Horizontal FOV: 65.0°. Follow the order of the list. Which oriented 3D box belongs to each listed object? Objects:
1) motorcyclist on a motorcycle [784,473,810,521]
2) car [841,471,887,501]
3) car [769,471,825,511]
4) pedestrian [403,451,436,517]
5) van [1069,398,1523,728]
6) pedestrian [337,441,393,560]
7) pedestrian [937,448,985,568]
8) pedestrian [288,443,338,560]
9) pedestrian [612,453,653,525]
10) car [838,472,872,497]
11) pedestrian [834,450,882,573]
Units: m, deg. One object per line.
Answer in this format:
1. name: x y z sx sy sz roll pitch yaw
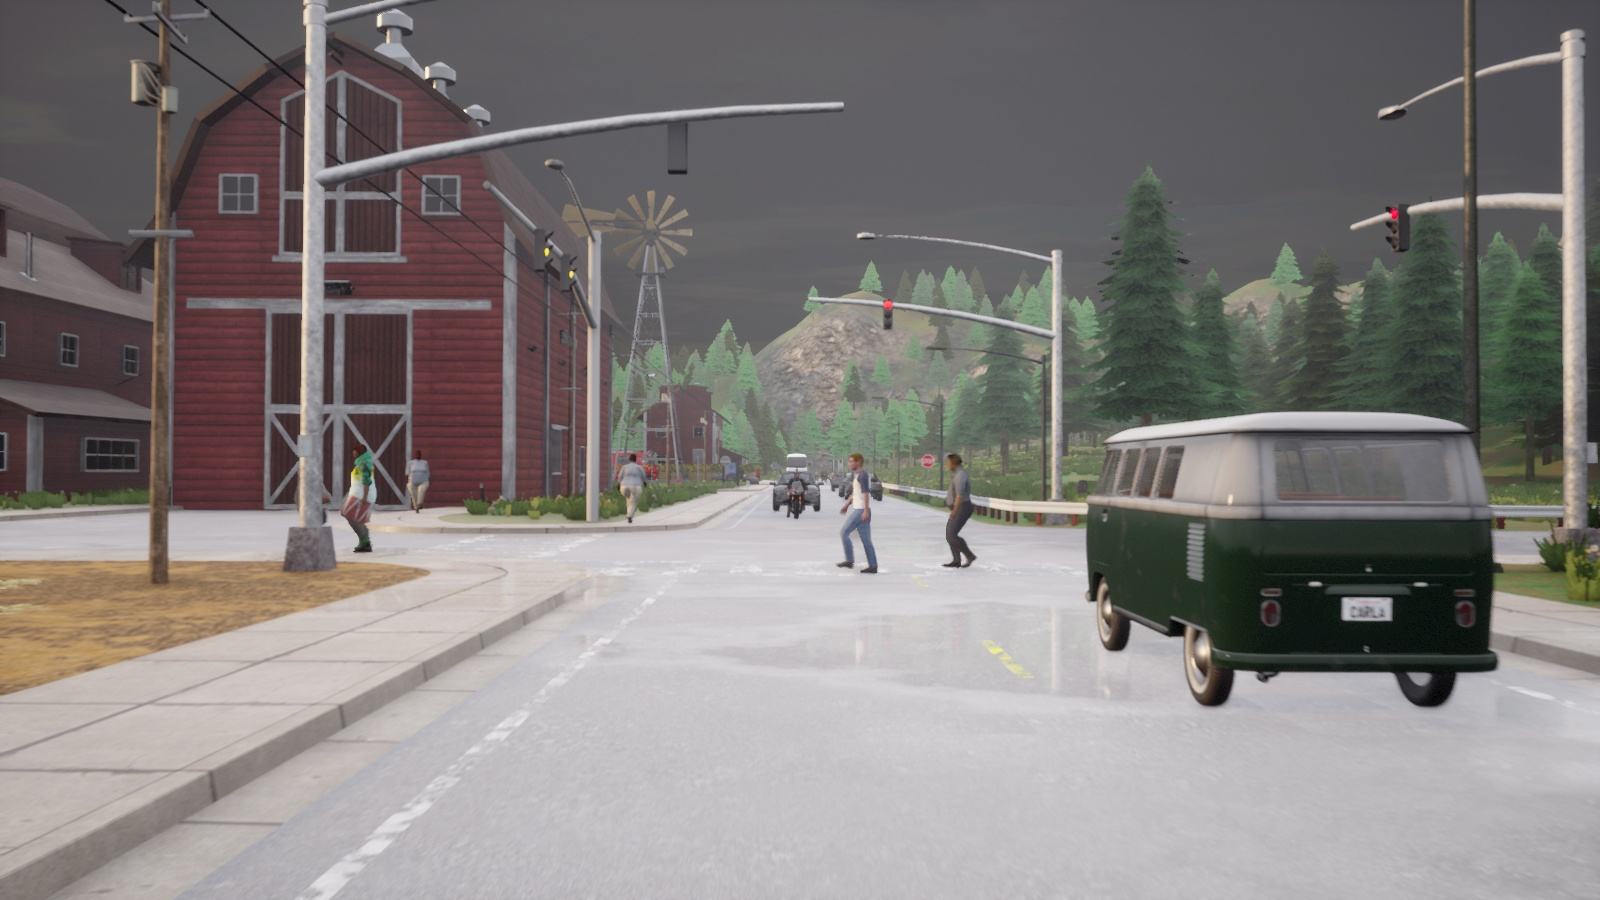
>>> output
1. motorcyclist on a motorcycle: -0.100 1.552 41.925 0.866 1.530 2.191 0 -1 0
2. car: 3.342 1.867 66.303 2.128 1.511 4.902 0 -1 0
3. car: -0.120 1.610 50.119 2.128 1.511 4.902 0 -1 0
4. pedestrian: -10.803 0.967 35.668 0.874 1.855 0.900 0 -1 -16
5. van: 3.475 0.718 9.827 1.775 1.987 4.442 0 -1 0
6. pedestrian: -7.256 0.830 20.989 0.873 1.952 0.659 0 -1 -18
7. pedestrian: 2.511 0.906 19.636 0.694 1.848 0.540 0 -1 3
8. pedestrian: -7.858 0.821 20.285 0.694 1.848 0.540 0 -1 -15
9. pedestrian: -4.412 1.021 33.117 0.874 1.855 0.900 0 -1 6
10. car: 3.316 2.087 76.487 1.837 1.490 4.892 0 -1 0
11. pedestrian: 0.870 0.916 18.951 0.706 1.836 0.354 0 -1 3
